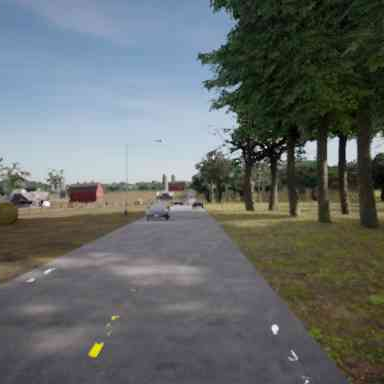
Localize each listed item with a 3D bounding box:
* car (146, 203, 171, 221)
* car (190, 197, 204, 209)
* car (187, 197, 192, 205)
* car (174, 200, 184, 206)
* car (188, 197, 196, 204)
[{"bbox_3d":[-2.848,1.672,29.095,1.812,1.442,4.674,0,-1,0],"label":"car"},{"bbox_3d":[0.960,2.017,55.021,1.837,1.490,4.892,0,-1,0],"label":"car"},{"bbox_3d":[-0.003,2.244,73.643,1.812,1.442,4.674,0,-1,0],"label":"car"},{"bbox_3d":[-2.753,2.328,70.668,1.895,1.301,4.718,0,-1,0],"label":"car"},{"bbox_3d":[-0.003,2.361,91.295,2.150,2.045,5.566,0,-2,0],"label":"car"}]
